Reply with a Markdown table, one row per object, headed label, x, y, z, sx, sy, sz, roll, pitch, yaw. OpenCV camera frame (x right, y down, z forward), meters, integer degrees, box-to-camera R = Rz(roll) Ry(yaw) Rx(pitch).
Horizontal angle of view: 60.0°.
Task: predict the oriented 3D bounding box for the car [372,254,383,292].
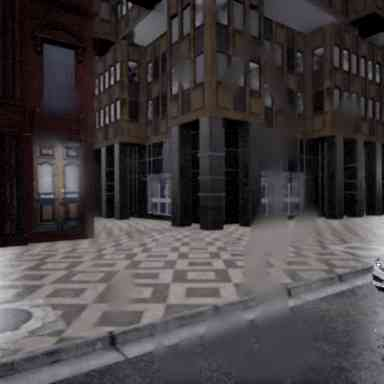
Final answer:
| label | x | y | z | sx | sy | sz | roll | pitch | yaw |
| --- | --- | --- | --- | --- | --- | --- | --- | --- | --- |
| car | 6.055 | 1.511 | 7.714 | 4.674 | 1.442 | 1.812 | 0 | 0 | -36 |
